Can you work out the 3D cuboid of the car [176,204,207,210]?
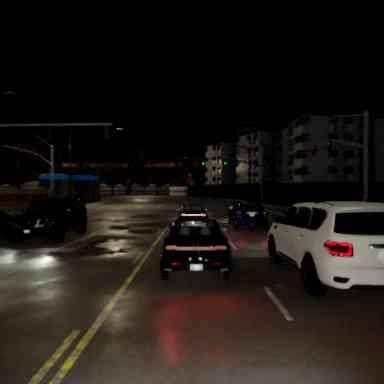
[{"bbox_3d":[-0.002,1.521,21.541,2.128,1.511,4.902,0,0,-2],"label":"car"}]

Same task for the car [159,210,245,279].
[{"bbox_3d":[0.101,1.533,10.129,2.128,1.511,4.902,0,0,0],"label":"car"}]

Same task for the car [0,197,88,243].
[{"bbox_3d":[-7.000,1.319,16.847,2.150,2.045,5.566,0,0,0],"label":"car"}]

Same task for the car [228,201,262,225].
[{"bbox_3d":[3.619,1.375,22.069,2.097,1.767,4.553,0,1,0],"label":"car"}]

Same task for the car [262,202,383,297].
[{"bbox_3d":[3.593,1.259,8.812,2.150,2.045,5.566,0,0,0],"label":"car"}]
